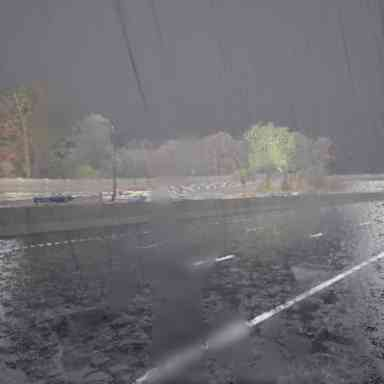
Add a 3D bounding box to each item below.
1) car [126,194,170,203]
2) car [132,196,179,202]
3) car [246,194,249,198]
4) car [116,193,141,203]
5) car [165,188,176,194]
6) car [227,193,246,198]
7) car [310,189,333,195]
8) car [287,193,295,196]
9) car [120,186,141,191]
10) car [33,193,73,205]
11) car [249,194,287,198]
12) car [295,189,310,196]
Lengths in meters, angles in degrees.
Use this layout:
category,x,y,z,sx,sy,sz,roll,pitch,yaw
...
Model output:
category,x,y,z,sx,sy,sz,roll,pitch,yaw
car,-3.849,1.216,33.395,1.812,1.442,4.674,0,1,44
car,-2.366,1.258,29.895,2.033,1.411,5.357,0,1,44
car,10.208,0.993,47.970,1.812,1.442,4.674,0,0,44
car,-5.992,1.163,36.216,2.128,1.511,4.902,0,0,44
car,-4.791,-0.187,70.400,1.895,1.301,4.718,0,3,23
car,7.088,0.952,49.775,1.882,1.535,5.008,0,0,44
car,22.002,0.683,55.144,2.097,1.767,4.553,0,1,44
car,18.327,0.905,61.395,1.895,1.301,4.718,0,1,44
car,-10.638,0.041,56.139,2.150,2.045,5.566,0,2,21
car,-16.686,0.807,39.995,1.895,1.301,4.718,0,1,22
car,9.814,1.020,42.538,1.837,1.490,4.892,0,1,44
car,21.211,0.527,59.348,2.150,2.045,5.566,0,1,44
